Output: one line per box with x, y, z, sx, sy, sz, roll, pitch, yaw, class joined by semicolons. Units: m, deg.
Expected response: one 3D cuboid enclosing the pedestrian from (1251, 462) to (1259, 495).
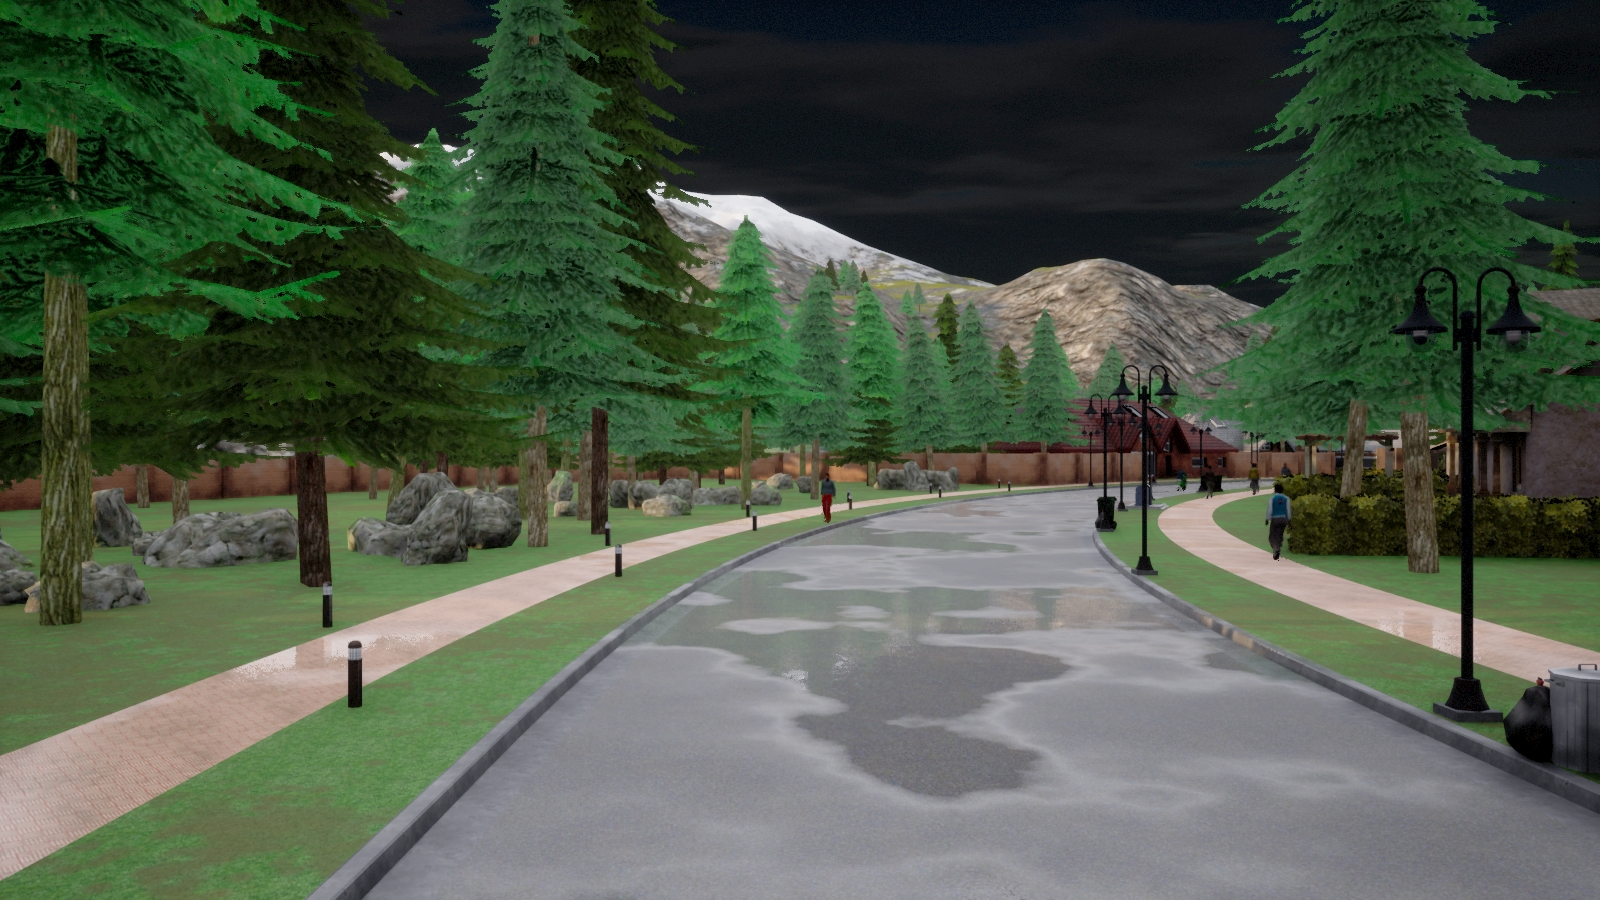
26.550;1.662;66.679;0.375;1.860;0.375;0;0;36;pedestrian

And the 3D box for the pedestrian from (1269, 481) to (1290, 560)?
11.400;1.664;27.165;0.375;1.860;0.375;0;0;6;pedestrian

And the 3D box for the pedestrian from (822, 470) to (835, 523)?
1.029;1.665;40.998;0.375;1.860;0.375;0;0;15;pedestrian

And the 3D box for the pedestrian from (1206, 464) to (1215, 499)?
22.015;1.663;61.318;0.375;1.860;0.375;0;0;35;pedestrian

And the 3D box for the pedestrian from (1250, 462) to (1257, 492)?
28.371;1.663;71.504;0.375;1.860;0.375;0;0;21;pedestrian
